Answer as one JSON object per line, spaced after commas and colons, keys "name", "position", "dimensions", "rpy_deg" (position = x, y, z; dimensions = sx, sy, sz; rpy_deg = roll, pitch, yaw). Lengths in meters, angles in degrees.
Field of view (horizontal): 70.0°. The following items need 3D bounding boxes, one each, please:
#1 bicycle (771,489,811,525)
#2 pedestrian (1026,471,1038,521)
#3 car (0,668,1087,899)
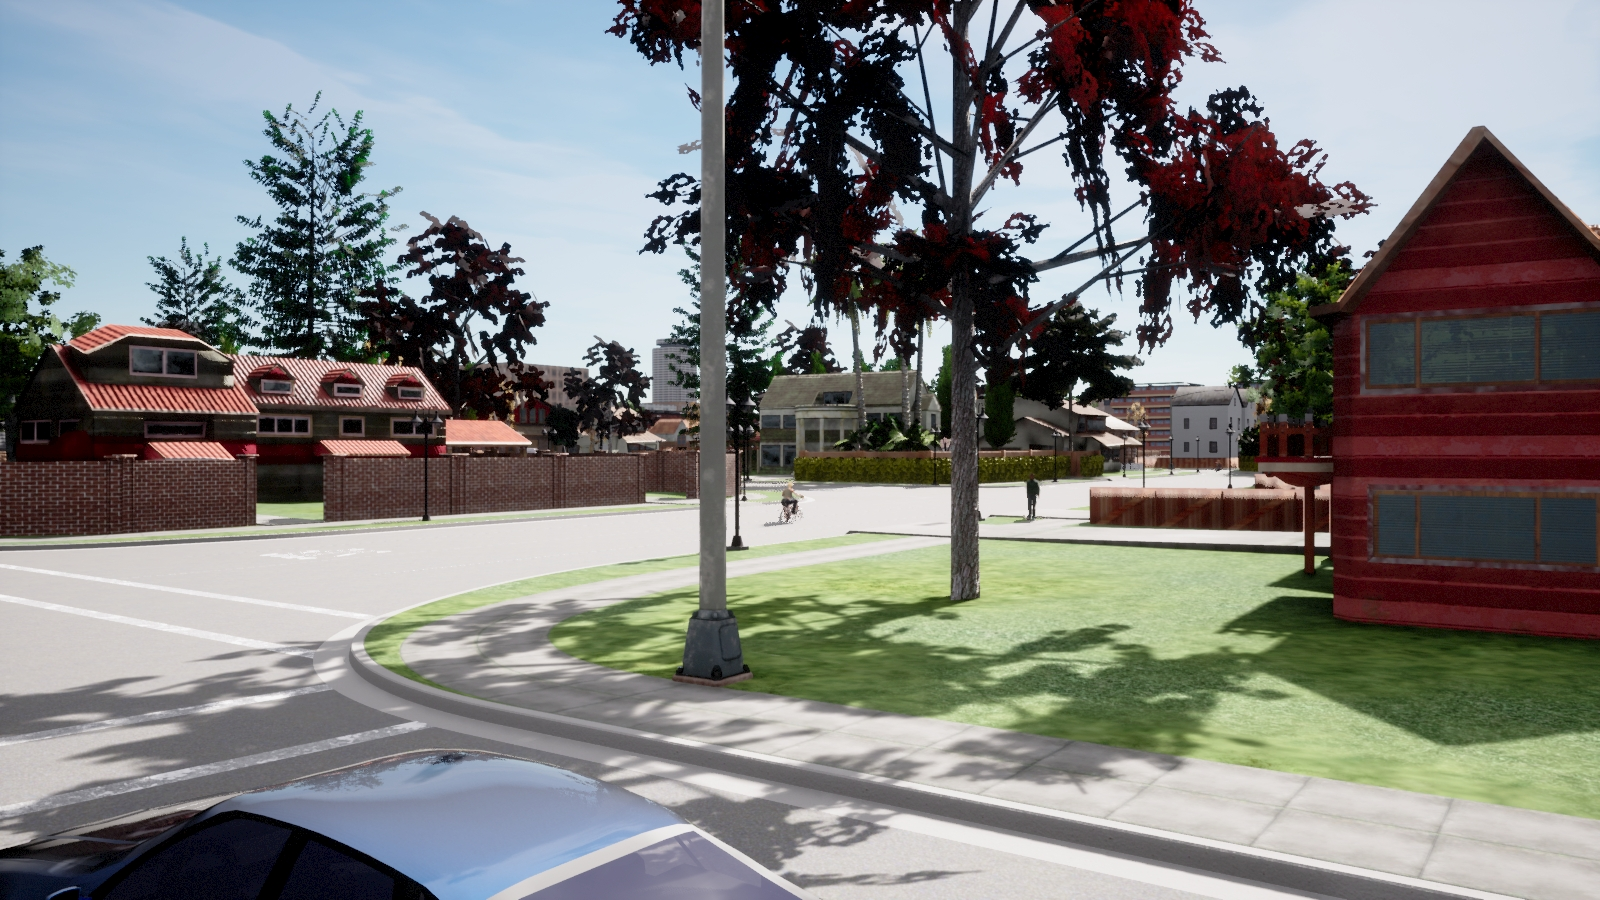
{"name": "bicycle", "position": [-0.332, 2.145, 43.483], "dimensions": [0.859, 1.301, 1.487], "rpy_deg": [0, 0, 33]}
{"name": "pedestrian", "position": [8.621, 1.704, 42.420], "dimensions": [0.375, 1.860, 0.375], "rpy_deg": [0, 0, 25]}
{"name": "car", "position": [-1.713, 2.106, 4.943], "dimensions": [5.357, 1.411, 2.033], "rpy_deg": [0, 0, 36]}
